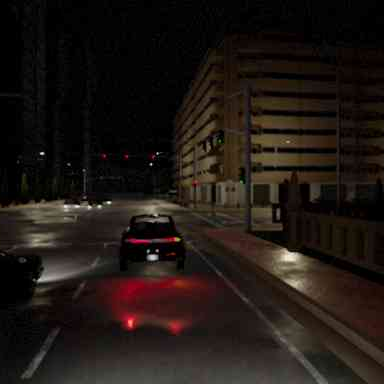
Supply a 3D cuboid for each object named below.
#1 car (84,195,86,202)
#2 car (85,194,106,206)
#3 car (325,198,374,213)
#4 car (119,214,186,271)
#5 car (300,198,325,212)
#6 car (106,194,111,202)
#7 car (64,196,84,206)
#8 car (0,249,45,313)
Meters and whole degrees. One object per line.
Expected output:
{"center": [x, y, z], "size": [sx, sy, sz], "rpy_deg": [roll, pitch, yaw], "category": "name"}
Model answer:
{"center": [-21.386, 1.376, 68.280], "size": [2.033, 1.411, 5.357], "rpy_deg": [0, 0, -9], "category": "car"}
{"center": [-15.449, 1.393, 53.349], "size": [1.812, 1.442, 4.674], "rpy_deg": [0, 0, -9], "category": "car"}
{"center": [15.959, 1.400, 32.180], "size": [4.902, 1.511, 2.128], "rpy_deg": [0, 0, -10], "category": "car"}
{"center": [-1.318, 1.459, 10.914], "size": [2.128, 1.511, 4.902], "rpy_deg": [0, 0, -8], "category": "car"}
{"center": [13.898, 1.382, 35.380], "size": [5.008, 1.535, 1.882], "rpy_deg": [0, 0, -10], "category": "car"}
{"center": [-17.939, 1.180, 68.883], "size": [2.097, 1.767, 4.553], "rpy_deg": [0, 0, -9], "category": "car"}
{"center": [-18.901, 1.404, 52.773], "size": [1.812, 1.442, 4.674], "rpy_deg": [0, 0, -9], "category": "car"}
{"center": [-4.082, 1.540, 5.313], "size": [2.033, 1.411, 5.357], "rpy_deg": [0, 0, -7], "category": "car"}
